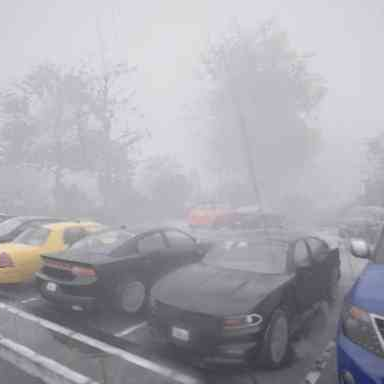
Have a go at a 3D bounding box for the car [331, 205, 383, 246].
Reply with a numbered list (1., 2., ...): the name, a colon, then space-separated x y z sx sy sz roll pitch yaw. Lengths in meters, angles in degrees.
1. car: 8.610 1.470 16.365 2.231 1.521 4.892 0 0 36

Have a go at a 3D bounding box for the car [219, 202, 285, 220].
1. car: 3.913 1.499 19.719 2.097 1.535 5.008 0 0 36

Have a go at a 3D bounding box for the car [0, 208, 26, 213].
1. car: -7.873 1.570 12.701 2.002 1.452 4.674 0 0 36

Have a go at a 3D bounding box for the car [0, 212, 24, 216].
1. car: -5.577 1.555 11.054 2.002 1.452 4.674 0 0 36

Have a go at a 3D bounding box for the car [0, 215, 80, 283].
1. car: -3.174 1.497 9.557 1.946 1.575 5.366 0 0 36

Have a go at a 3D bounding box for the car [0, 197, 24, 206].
1. car: -21.588 1.691 38.276 2.185 1.767 4.553 0 0 35

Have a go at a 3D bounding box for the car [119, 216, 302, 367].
1. car: 1.314 1.470 6.118 2.097 1.535 5.008 0 0 36

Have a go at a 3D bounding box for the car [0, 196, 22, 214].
1. car: -23.822 1.575 39.942 2.435 2.045 5.566 0 0 35

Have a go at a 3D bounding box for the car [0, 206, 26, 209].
1. car: -10.155 1.574 14.369 2.163 1.488 4.792 0 0 36

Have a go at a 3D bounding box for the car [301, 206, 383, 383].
1. car: 3.590 1.204 4.445 2.435 2.045 5.566 0 0 36

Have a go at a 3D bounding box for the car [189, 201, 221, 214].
1. car: 1.704 1.387 21.271 2.185 1.767 4.553 0 0 36

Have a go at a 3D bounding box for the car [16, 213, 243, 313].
1. car: -0.988 1.485 7.755 2.097 1.535 5.008 0 0 36
